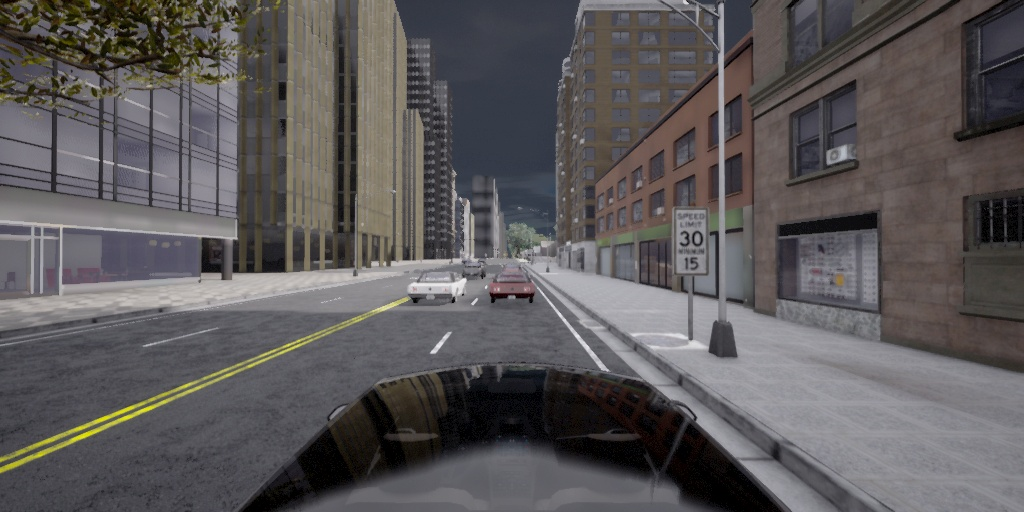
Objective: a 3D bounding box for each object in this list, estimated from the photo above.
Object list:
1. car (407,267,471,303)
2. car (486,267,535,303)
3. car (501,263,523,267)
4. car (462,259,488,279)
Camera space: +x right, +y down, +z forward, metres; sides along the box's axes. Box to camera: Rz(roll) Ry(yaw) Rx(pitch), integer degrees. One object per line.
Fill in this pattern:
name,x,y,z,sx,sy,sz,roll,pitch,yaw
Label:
car,-3.250,1.363,16.529,1.895,1.301,4.718,0,0,0
car,0.000,1.363,16.530,1.895,1.301,4.718,0,0,0
car,0.000,1.310,31.500,1.994,1.385,4.181,0,0,0
car,-3.250,1.232,31.501,2.128,1.511,4.902,0,0,0
